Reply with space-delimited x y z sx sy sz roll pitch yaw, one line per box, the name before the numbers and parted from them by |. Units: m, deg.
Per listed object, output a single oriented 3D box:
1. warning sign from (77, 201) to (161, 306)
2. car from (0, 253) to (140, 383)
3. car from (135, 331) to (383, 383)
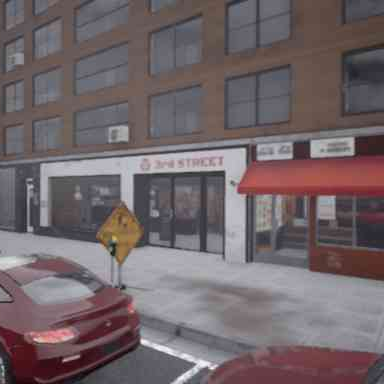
warning sign | -1.476 1.133 6.865 1.060 1.860 1.300 1 0 36
car | -2.600 1.599 4.932 4.206 1.307 1.802 0 0 36
car | 1.879 1.580 1.730 4.206 1.307 1.802 0 0 36
